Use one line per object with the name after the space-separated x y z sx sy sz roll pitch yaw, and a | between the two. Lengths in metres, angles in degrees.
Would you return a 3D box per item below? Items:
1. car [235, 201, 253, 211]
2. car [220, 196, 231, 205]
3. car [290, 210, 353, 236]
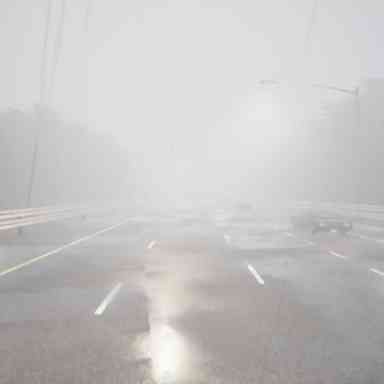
7.080 1.873 45.691 1.895 1.301 4.718 0 -1 0 | car
7.233 1.844 72.041 2.150 2.045 5.566 0 -1 0 | car
7.004 1.648 18.623 1.895 1.301 4.718 0 0 0 | car
